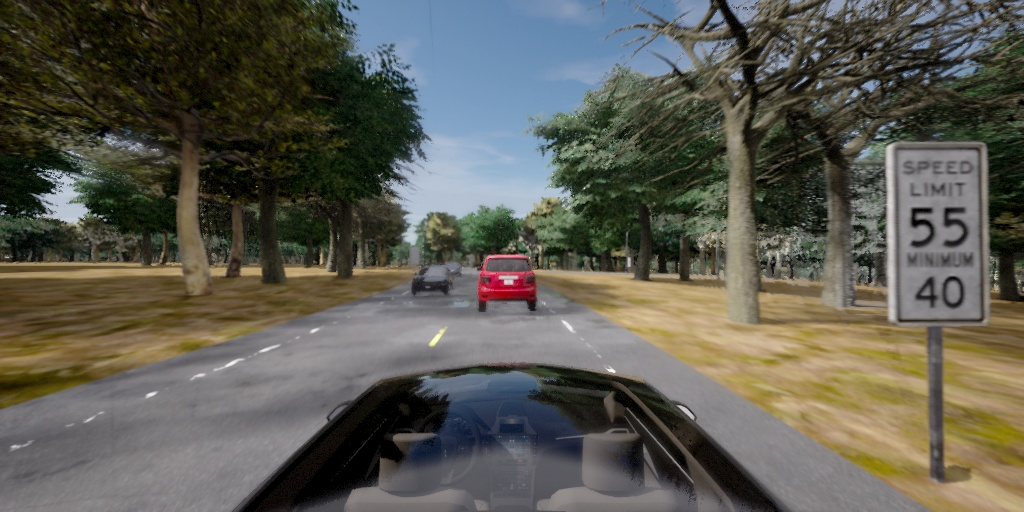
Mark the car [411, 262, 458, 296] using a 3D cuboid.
[{"bbox_3d":[-4.360,1.291,20.279,1.882,1.535,5.008,0,0,-4],"label":"car"}]

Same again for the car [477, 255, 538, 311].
[{"bbox_3d":[-0.260,1.000,14.870,2.150,2.045,5.566,0,0,-3],"label":"car"}]

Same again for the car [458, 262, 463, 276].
[{"bbox_3d":[-6.377,1.393,38.873,2.128,1.511,4.902,0,0,-8],"label":"car"}]
